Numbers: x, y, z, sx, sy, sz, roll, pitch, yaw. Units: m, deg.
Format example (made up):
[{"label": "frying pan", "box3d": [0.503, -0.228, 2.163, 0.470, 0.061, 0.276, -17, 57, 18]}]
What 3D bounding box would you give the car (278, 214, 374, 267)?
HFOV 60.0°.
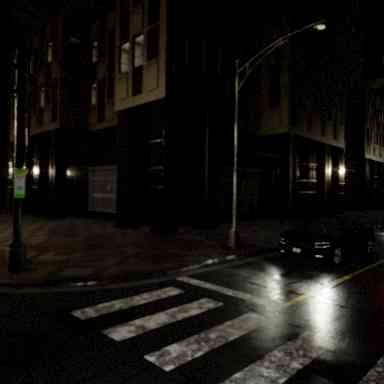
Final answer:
[{"label": "car", "box3d": [5.039, 1.581, 12.177, 1.882, 1.535, 5.008, 1, 0, 45]}]
